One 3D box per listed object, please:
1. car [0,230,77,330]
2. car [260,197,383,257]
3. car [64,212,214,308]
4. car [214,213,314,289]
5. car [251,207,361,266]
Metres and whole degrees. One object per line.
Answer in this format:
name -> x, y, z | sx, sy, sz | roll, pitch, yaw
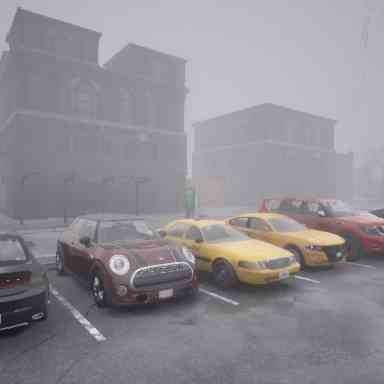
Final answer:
car -> -4.145, 1.481, 6.481 | 2.231, 1.521, 4.892 | 0, 0, -35
car -> 4.944, 1.230, 12.910 | 2.435, 2.045, 5.566 | 0, 0, -35
car -> -1.796, 1.355, 8.196 | 2.185, 1.767, 4.553 | 0, 0, -35
car -> 0.497, 1.478, 9.559 | 1.946, 1.575, 5.366 | 0, 0, -35
car -> 2.656, 1.481, 11.326 | 2.097, 1.535, 5.008 | 0, 0, -35
